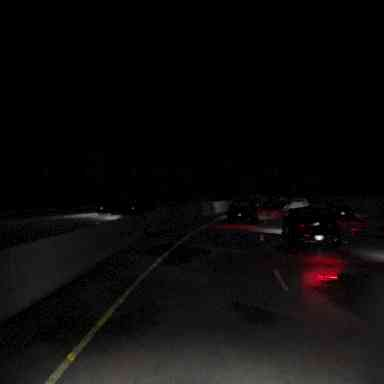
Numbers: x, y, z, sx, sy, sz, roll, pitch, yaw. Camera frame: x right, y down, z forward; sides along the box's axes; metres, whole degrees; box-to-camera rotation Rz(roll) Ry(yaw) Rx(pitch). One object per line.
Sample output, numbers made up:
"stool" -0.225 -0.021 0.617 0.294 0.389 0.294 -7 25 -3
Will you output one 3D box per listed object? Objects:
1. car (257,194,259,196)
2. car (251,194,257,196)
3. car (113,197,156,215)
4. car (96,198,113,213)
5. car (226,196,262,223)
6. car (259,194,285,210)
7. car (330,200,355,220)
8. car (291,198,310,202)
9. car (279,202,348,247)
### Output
"car" 15.802 1.194 67.505 1.837 1.490 4.892 0 0 41
"car" 13.196 1.217 69.841 1.812 1.442 4.674 0 0 41
"car" -5.091 1.310 31.603 1.882 1.535 5.008 0 0 19
"car" -7.873 1.314 34.258 2.128 1.511 4.902 0 0 20
"car" 3.805 1.341 24.236 1.882 1.535 5.008 0 0 16
"car" 10.002 1.299 40.099 2.128 1.511 4.902 0 0 26
"car" 11.873 1.380 26.682 1.812 1.442 4.674 0 0 19
"car" 11.241 1.349 34.614 1.812 1.442 4.674 0 0 23
"car" 5.131 1.418 14.704 1.837 1.490 4.892 0 0 10
